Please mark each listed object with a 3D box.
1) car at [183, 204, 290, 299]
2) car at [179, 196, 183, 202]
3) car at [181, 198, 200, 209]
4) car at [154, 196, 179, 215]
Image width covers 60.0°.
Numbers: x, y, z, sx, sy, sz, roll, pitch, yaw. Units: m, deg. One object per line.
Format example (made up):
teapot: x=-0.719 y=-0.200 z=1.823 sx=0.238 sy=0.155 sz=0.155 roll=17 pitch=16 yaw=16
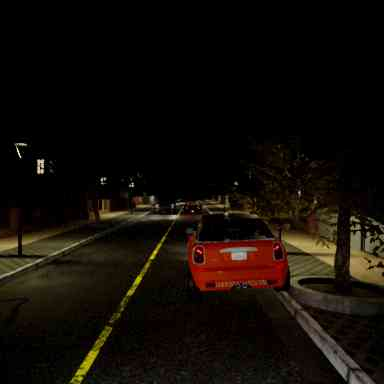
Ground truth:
car: x=0.920 y=1.312 z=8.642 sx=2.097 sy=1.767 sz=4.553 roll=-3 pitch=-1 yaw=0
car: x=-2.759 y=1.703 z=76.658 sx=2.128 sy=1.511 sz=4.902 roll=0 pitch=0 yaw=0
car: x=0.068 y=1.663 z=35.857 sx=1.895 sy=1.301 sz=4.718 roll=0 pitch=0 yaw=0
car: x=-2.755 y=1.412 z=35.293 sx=2.097 sy=1.767 sz=4.553 roll=0 pitch=0 yaw=0
